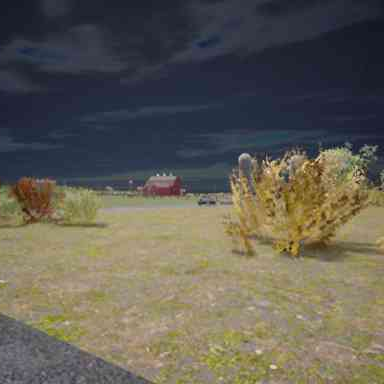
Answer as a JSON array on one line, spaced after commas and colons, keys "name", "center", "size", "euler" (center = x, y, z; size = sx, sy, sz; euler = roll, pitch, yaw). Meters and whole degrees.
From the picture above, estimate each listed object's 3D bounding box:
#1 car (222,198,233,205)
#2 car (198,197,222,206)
[{"name": "car", "center": [7.416, 1.912, 67.203], "size": [1.994, 1.385, 4.181], "euler": [-1, -1, 36]}, {"name": "car", "center": [2.923, 1.767, 60.902], "size": [1.837, 1.490, 4.892], "euler": [-1, -1, 36]}]
